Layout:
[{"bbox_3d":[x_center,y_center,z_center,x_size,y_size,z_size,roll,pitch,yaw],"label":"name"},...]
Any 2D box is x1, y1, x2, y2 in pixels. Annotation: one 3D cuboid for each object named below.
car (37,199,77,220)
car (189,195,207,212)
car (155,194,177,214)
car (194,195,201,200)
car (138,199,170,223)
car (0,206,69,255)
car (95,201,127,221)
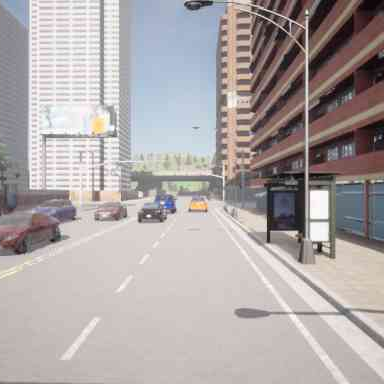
[{"bbox_3d":[-10.216,1.351,24.597,2.097,1.767,4.553,0,0,1],"label":"car"},{"bbox_3d":[0.699,1.352,38.945,2.097,1.767,4.553,0,0,1],"label":"car"},{"bbox_3d":[-2.851,1.221,35.534,2.150,2.045,5.566,0,0,1],"label":"car"},{"bbox_3d":[1.437,1.524,90.928,1.812,1.442,4.674,0,0,1],"label":"car"},{"bbox_3d":[-3.014,1.526,25.701,1.812,1.442,4.674,0,0,1],"label":"car"},{"bbox_3d":[-6.908,1.526,13.488,1.812,1.442,4.674,0,0,0],"label":"car"},{"bbox_3d":[-6.584,1.526,27.512,1.812,1.442,4.674,0,0,1],"label":"car"}]
